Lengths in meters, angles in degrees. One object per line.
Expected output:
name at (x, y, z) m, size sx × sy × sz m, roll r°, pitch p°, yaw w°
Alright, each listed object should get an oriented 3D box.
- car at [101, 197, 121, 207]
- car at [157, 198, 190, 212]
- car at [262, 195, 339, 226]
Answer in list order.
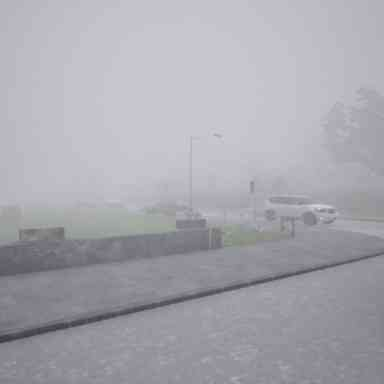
car at (-12.750, 1.525, 52.155) m, size 1.812 × 1.442 × 4.674 m, roll 0°, pitch 0°, yaw -35°
car at (-2.044, 1.478, 37.050) m, size 1.882 × 1.535 × 5.008 m, roll 0°, pitch 0°, yaw -35°
car at (7.489, 1.221, 23.677) m, size 2.150 × 2.045 × 5.566 m, roll 0°, pitch 0°, yaw -35°
